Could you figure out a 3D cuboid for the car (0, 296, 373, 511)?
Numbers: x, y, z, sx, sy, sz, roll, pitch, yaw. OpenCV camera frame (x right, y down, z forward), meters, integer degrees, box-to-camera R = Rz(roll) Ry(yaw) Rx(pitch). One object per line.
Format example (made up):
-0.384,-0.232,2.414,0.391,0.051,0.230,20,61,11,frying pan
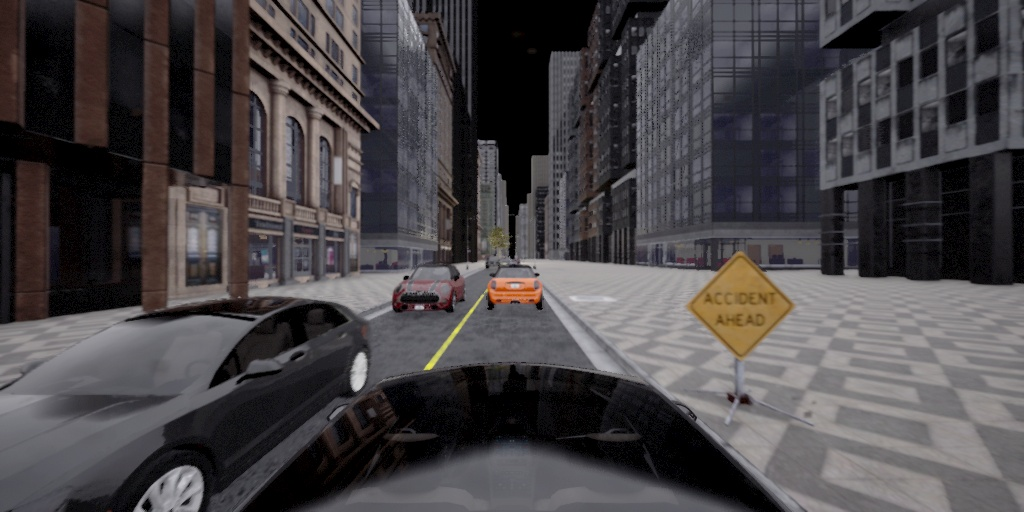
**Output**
-3.094,1.259,3.771,1.837,1.490,4.892,0,0,0,car

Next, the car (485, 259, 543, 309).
0.115,1.125,15.244,2.097,1.767,4.553,0,0,0,car

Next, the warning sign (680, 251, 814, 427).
2.720,0.871,4.292,1.300,1.860,1.060,0,0,0,warning sign

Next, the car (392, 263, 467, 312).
-3.074,1.122,14.162,2.097,1.767,4.553,0,0,0,car

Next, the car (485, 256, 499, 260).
-2.991,1.044,56.642,2.150,2.045,5.566,0,0,1,car
